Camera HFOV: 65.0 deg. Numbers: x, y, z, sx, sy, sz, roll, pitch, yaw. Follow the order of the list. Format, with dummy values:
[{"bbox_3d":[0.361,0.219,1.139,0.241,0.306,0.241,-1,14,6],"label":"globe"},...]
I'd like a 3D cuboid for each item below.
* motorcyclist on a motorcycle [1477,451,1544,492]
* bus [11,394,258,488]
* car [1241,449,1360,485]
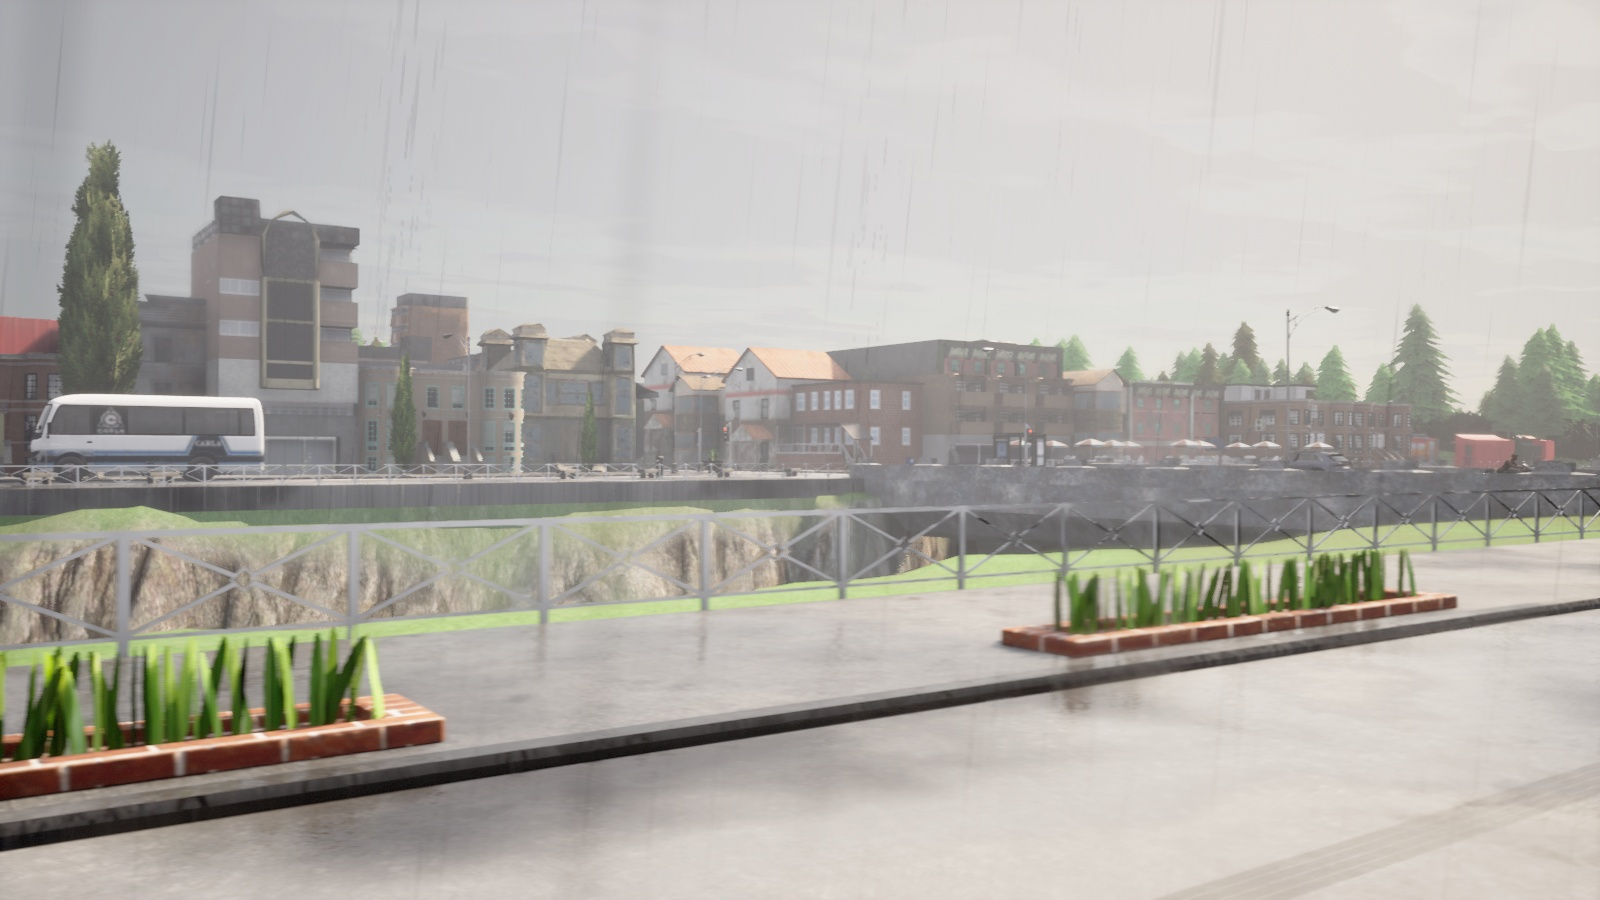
[{"bbox_3d":[26.798,0.786,47.376,0.797,1.523,2.044,0,0,-34],"label":"motorcyclist on a motorcycle"},{"bbox_3d":[-32.369,-0.412,61.346,10.273,4.253,3.944,0,0,-35],"label":"bus"},{"bbox_3d":[23.489,0.770,59.078,2.033,1.649,4.856,0,0,-35],"label":"car"}]
